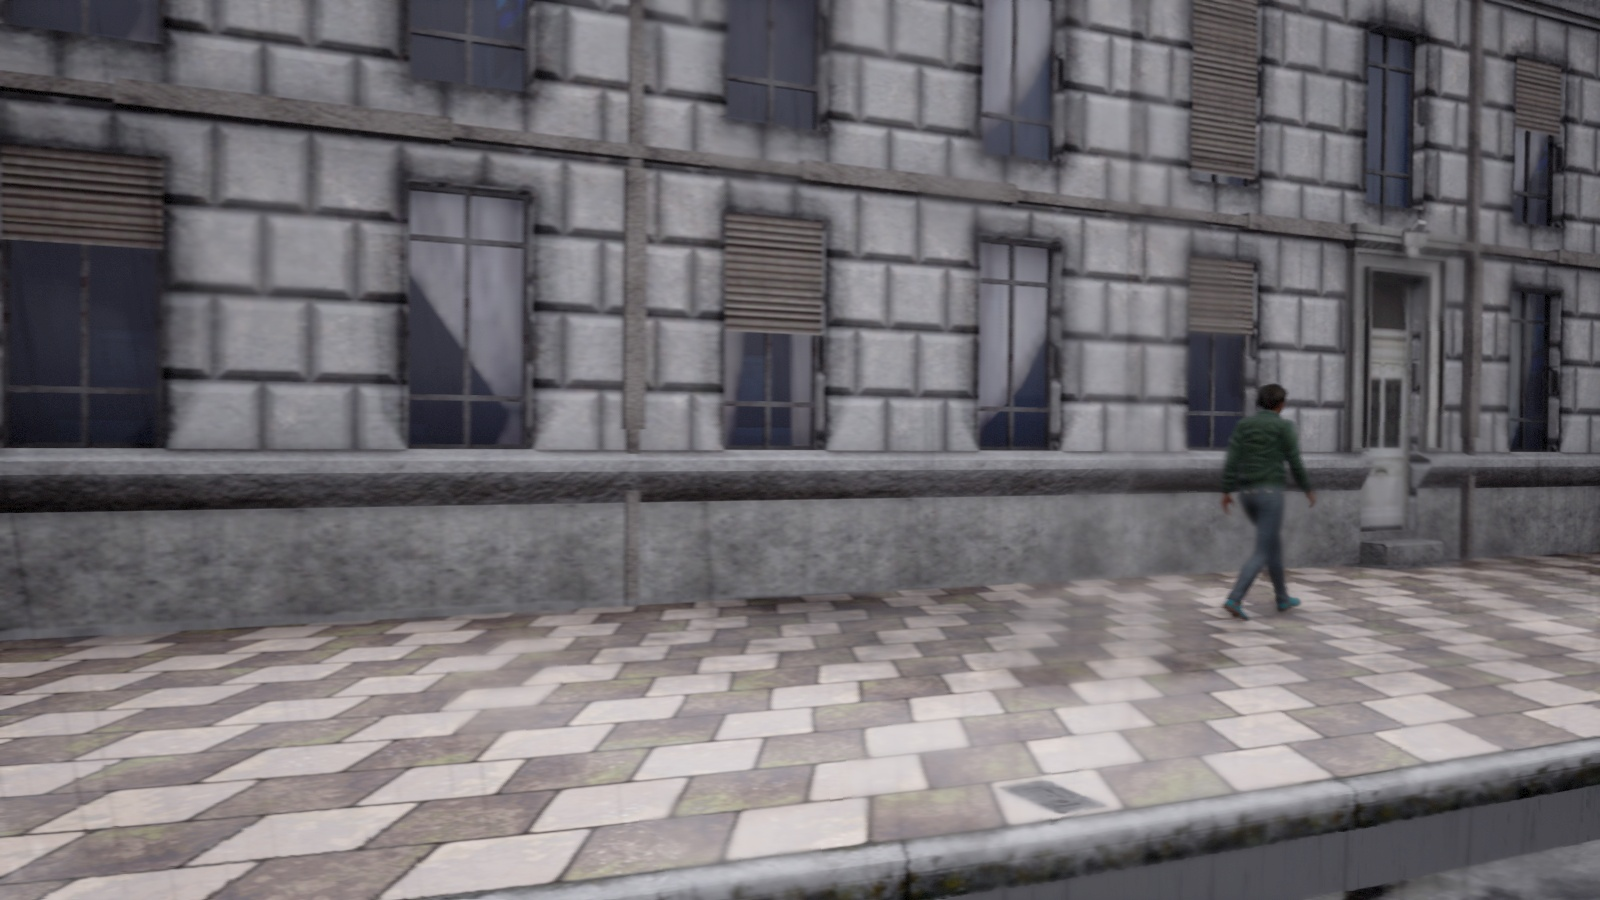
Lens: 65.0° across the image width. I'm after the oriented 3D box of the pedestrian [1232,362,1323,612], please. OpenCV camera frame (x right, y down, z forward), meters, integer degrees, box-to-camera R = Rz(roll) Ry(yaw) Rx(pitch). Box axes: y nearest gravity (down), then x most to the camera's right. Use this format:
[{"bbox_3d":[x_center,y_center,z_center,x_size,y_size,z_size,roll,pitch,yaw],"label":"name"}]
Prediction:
[{"bbox_3d":[3.652,0.267,9.605,0.614,1.847,0.353,-1,1,-35],"label":"pedestrian"}]
